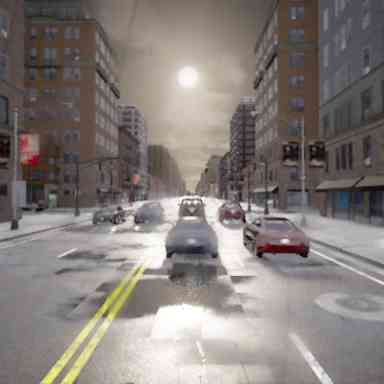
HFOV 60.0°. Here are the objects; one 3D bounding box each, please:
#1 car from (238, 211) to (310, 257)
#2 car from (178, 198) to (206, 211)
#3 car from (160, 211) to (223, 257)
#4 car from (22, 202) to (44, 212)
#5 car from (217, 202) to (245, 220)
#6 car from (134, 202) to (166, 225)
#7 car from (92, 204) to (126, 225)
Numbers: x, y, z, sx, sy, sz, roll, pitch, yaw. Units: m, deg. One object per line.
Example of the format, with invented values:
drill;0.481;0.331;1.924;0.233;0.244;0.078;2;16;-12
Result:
car;3.272;1.701;13.641;1.994;1.385;4.181;0;0;0
car;0.009;1.499;27.588;2.150;2.045;5.566;0;0;0
car;0.017;1.701;13.572;1.994;1.385;4.181;0;0;1
car;-22.123;2.021;44.659;4.313;1.339;1.947;0;-1;0
car;3.285;1.633;28.433;2.097;1.767;4.553;0;-1;1
car;-3.269;1.615;26.647;2.097;1.767;4.553;0;0;0
car;-6.519;1.771;26.564;1.837;1.490;4.892;0;-1;0
